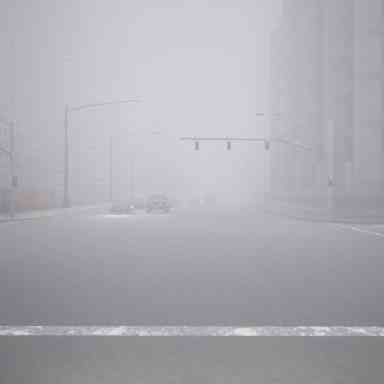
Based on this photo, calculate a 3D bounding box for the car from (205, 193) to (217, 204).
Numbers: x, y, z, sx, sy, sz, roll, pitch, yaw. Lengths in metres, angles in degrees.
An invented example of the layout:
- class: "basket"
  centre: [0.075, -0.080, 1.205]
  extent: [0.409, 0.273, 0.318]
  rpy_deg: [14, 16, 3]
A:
- class: "car"
  centre: [3.748, 1.221, 64.811]
  extent: [2.150, 2.045, 5.566]
  rpy_deg: [0, 0, 1]

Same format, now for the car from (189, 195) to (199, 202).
- class: "car"
  centre: [0.407, 1.524, 75.336]
  extent: [2.128, 1.511, 4.902]
  rpy_deg: [0, 0, 1]

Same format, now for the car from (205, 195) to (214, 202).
- class: "car"
  centre: [3.908, 1.415, 75.424]
  extent: [1.837, 1.490, 4.892]
  rpy_deg: [0, 0, 1]

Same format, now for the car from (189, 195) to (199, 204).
- class: "car"
  centre: [0.357, 1.564, 65.462]
  extent: [1.994, 1.385, 4.181]
  rpy_deg: [0, 0, 1]

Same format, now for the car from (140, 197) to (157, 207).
- class: "car"
  centre: [-6.998, 1.564, 53.740]
  extent: [1.994, 1.385, 4.181]
  rpy_deg: [0, 0, 1]

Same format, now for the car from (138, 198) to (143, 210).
- class: "car"
  centre: [-7.158, 1.478, 43.822]
  extent: [1.882, 1.535, 5.008]
  rpy_deg: [0, 0, 1]

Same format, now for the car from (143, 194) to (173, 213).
- class: "car"
  centre: [-3.736, 1.221, 37.577]
  extent: [2.150, 2.045, 5.566]
  rpy_deg: [0, 0, 1]

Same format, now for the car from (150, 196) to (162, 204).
- class: "car"
  centre: [-6.823, 1.526, 63.661]
  extent: [1.812, 1.442, 4.674]
  rpy_deg: [0, 0, 1]

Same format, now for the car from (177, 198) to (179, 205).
- class: "car"
  centre: [-3.430, 1.352, 57.649]
  extent: [2.097, 1.767, 4.553]
  rpy_deg: [0, 0, 1]

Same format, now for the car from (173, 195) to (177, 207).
- class: "car"
  centre: [-3.595, 1.505, 47.494]
  extent: [1.837, 1.490, 4.892]
  rpy_deg: [0, 0, 1]

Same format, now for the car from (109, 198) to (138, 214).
- class: "car"
  centre: [-7.277, 1.564, 34.995]
  extent: [1.994, 1.385, 4.181]
  rpy_deg: [0, 0, 1]
